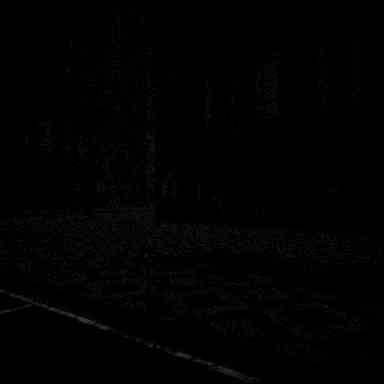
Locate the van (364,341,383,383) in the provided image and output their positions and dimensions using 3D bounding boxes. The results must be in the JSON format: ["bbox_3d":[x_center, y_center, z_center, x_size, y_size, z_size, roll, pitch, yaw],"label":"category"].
[{"bbox_3d":[2.713,1.341,1.049,3.998,1.788,1.690,0,0,35],"label":"van"}]
